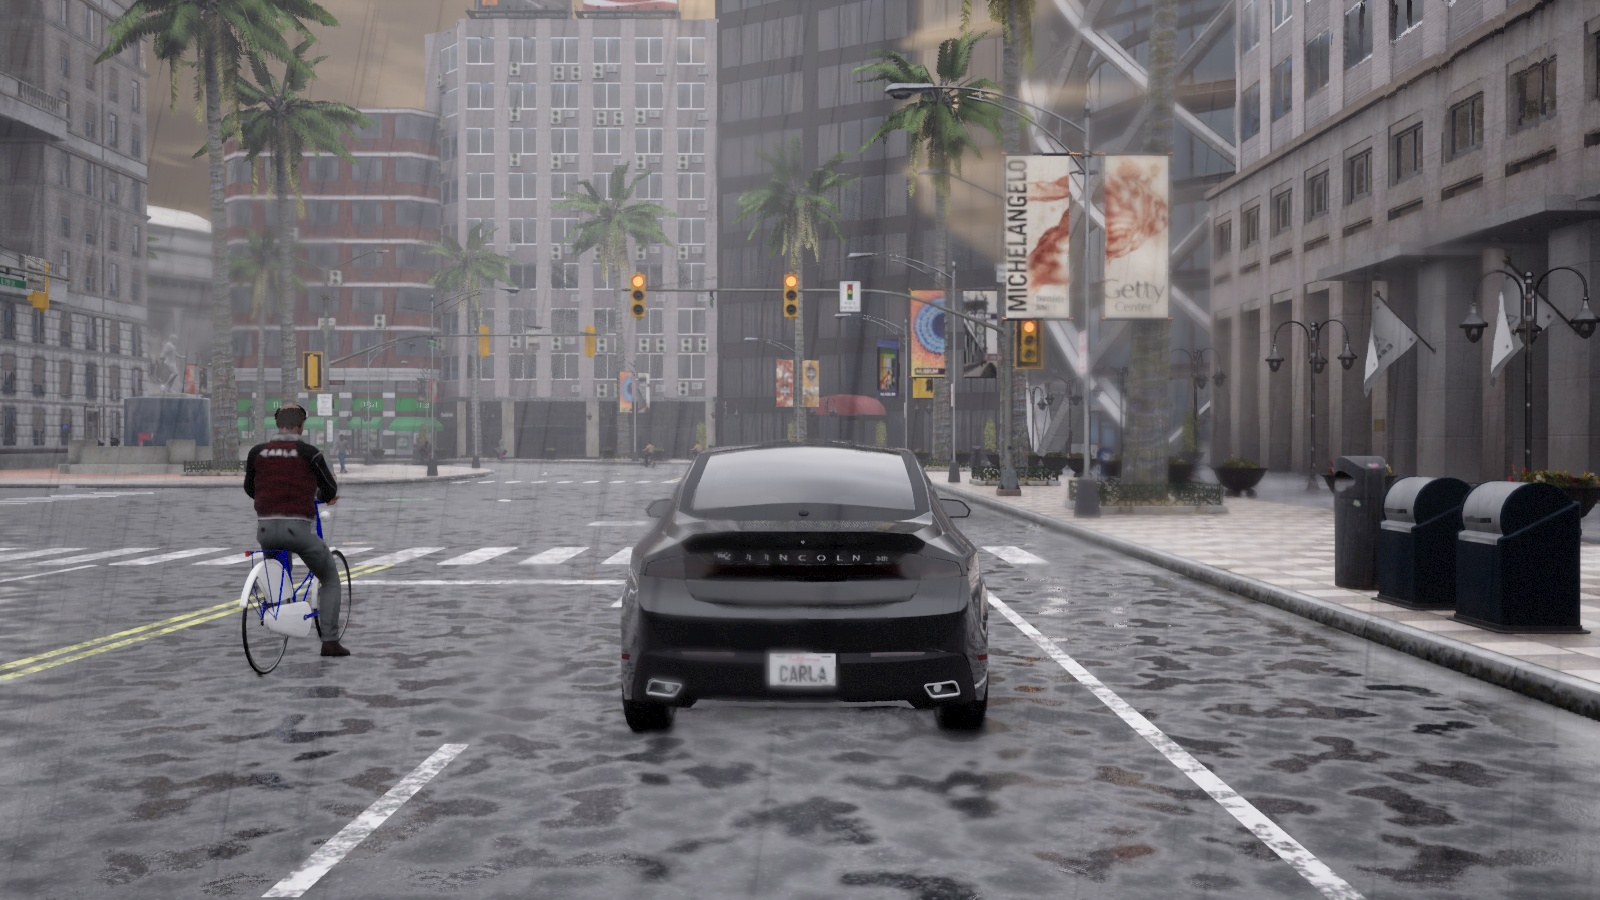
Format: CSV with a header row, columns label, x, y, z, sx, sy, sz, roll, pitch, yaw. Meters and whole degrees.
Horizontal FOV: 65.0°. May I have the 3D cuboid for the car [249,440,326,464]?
label,x,y,z,sx,sy,sz,roll,pitch,yaw
car,-36.964,0.135,90.627,4.856,1.649,2.033,0,0,11

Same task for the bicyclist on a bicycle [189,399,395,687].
label,x,y,z,sx,sy,sz,roll,pitch,yaw
bicyclist on a bicycle,-3.432,0.565,8.669,0.659,1.776,1.843,0,1,0

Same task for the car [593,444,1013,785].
label,x,y,z,sx,sy,sz,roll,pitch,yaw
car,0.047,0.707,7.945,1.837,1.490,4.892,0,0,1

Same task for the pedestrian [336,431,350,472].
label,x,y,z,sx,sy,sz,roll,pitch,yaw
pedestrian,-20.509,0.069,56.343,0.354,1.836,0.706,0,0,-1
